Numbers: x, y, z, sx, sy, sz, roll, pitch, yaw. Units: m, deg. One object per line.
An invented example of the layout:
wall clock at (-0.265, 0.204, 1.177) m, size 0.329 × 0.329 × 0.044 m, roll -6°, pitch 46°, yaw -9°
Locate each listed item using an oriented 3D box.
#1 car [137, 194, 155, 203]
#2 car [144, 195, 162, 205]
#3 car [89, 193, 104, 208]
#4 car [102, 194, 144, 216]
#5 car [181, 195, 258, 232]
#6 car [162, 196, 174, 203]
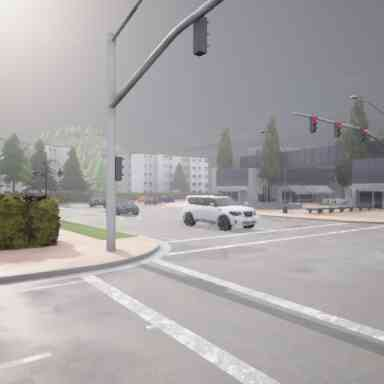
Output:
car at (-9.314, 1.352, 68.077) m, size 2.097 × 1.767 × 4.553 m, roll 0°, pitch 0°, yaw 15°
car at (-7.213, 1.547, 59.082) m, size 2.033 × 1.411 × 5.357 m, roll 0°, pitch 0°, yaw 3°
car at (-13.438, 1.223, 47.873) m, size 2.150 × 2.045 × 5.566 m, roll 0°, pitch 0°, yaw -11°
car at (-6.812, 1.355, 32.318) m, size 2.097 × 1.767 × 4.553 m, roll 0°, pitch 0°, yaw -32°
car at (1.554, 1.221, 20.882) m, size 2.150 × 2.045 × 5.566 m, roll 0°, pitch 0°, yaw -38°
car at (-5.299, 1.478, 69.547) m, size 1.882 × 1.535 × 5.008 m, roll 0°, pitch 0°, yaw 20°
